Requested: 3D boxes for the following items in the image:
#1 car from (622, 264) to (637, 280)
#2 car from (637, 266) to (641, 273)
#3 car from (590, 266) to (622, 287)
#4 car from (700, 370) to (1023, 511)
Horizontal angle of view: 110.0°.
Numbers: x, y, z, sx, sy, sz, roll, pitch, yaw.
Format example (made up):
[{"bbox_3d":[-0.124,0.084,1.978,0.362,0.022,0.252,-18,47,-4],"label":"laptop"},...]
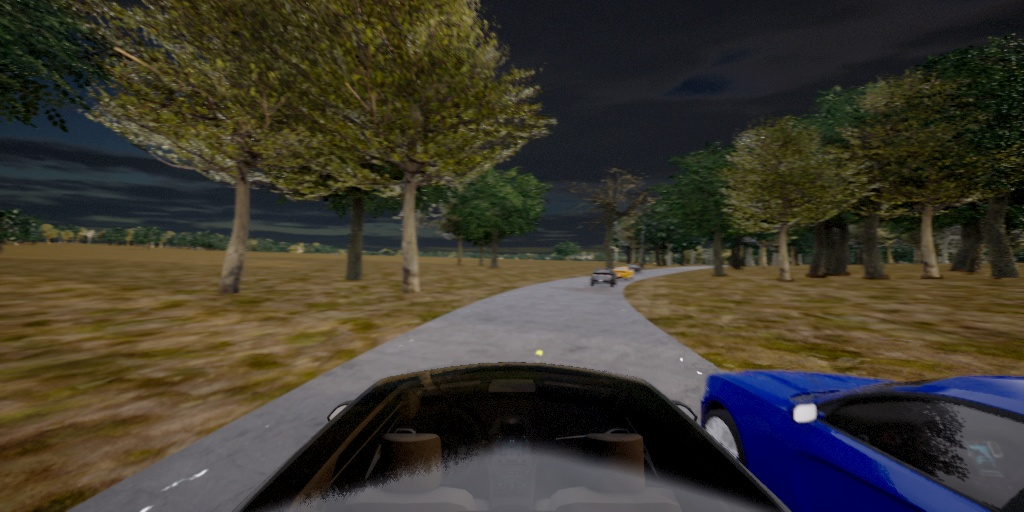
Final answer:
[{"bbox_3d":[12.906,1.951,41.856,1.882,1.535,5.008,1,0,28],"label":"car"},{"bbox_3d":[19.136,2.059,57.501,2.033,1.411,5.357,1,1,35],"label":"car"},{"bbox_3d":[7.904,1.790,30.713,2.128,1.511,4.902,1,0,21],"label":"car"},{"bbox_3d":[2.705,1.311,1.523,1.882,1.535,5.008,2,-1,2],"label":"car"}]
